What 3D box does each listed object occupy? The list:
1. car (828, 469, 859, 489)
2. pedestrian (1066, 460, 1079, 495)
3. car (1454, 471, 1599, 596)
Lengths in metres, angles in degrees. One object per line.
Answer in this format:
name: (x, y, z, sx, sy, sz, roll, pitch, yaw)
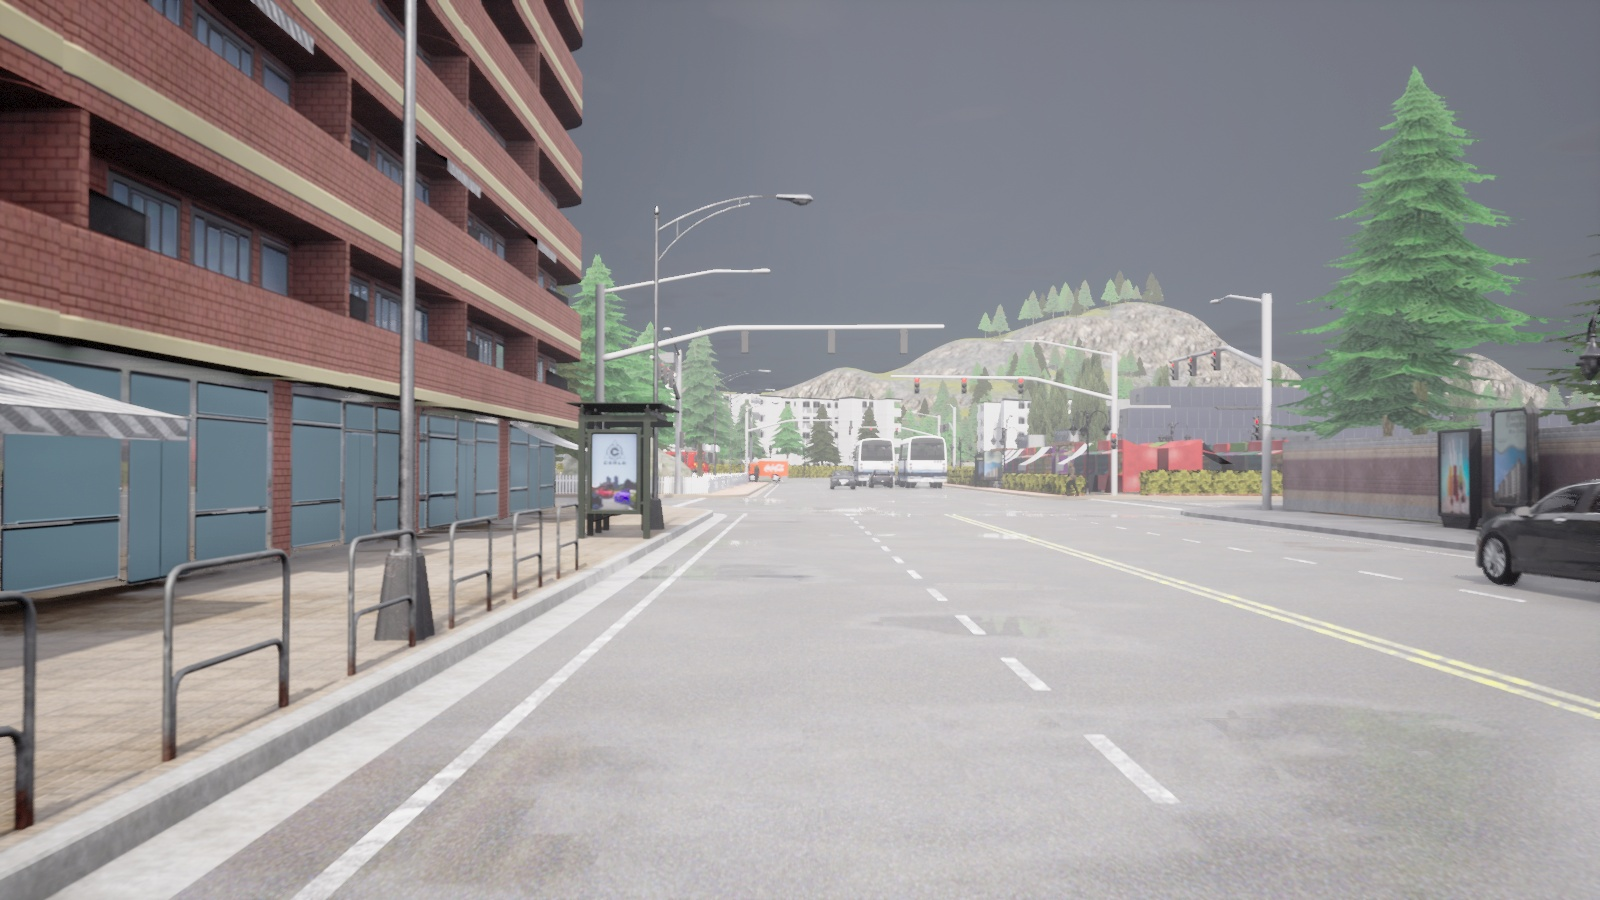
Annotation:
car: (3.259, 2.179, 95.166, 2.128, 1.511, 4.902, 0, -1, 0)
pedestrian: (14.396, 1.432, 66.294, 0.634, 1.846, 0.331, 0, -1, 6)
car: (10.459, 1.012, 15.842, 1.837, 1.490, 4.892, 0, -1, 0)
